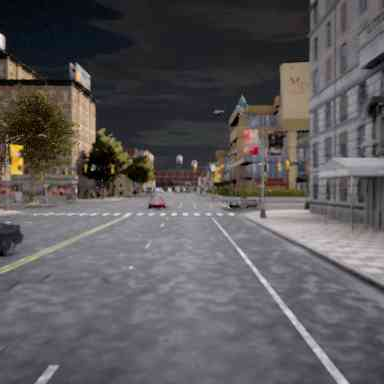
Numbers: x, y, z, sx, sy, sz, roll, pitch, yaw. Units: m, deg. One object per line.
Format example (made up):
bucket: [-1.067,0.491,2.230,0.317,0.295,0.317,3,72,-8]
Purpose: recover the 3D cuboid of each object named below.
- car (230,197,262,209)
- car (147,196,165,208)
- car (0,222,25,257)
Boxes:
car: [6.359,1.236,38.406,4.181,1.385,1.994,0,0,-34]
car: [-4.349,1.220,40.259,1.994,1.385,4.181,0,1,-10]
car: [-7.020,1.463,9.750,2.033,1.411,5.357,0,0,0]
